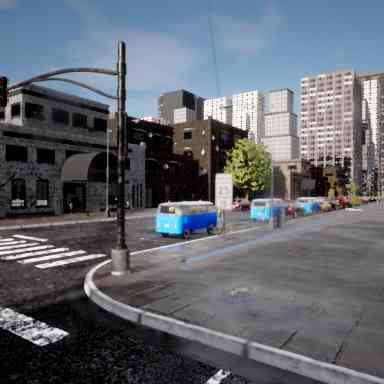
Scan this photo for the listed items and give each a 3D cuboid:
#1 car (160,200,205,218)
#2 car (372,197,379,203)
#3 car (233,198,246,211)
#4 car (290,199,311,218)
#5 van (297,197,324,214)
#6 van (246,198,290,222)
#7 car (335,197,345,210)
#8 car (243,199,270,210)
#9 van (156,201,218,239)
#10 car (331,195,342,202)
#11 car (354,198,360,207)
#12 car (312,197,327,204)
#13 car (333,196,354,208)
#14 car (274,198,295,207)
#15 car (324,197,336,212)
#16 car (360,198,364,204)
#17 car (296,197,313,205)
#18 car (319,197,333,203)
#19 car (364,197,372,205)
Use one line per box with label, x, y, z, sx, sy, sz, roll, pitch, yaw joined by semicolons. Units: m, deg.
car;-0.790;1.558;31.396;1.752;1.417;4.829;0;0;35
car;44.137;1.900;81.020;1.947;1.339;4.313;0;0;35
car;5.637;1.507;40.587;1.967;1.590;4.097;0;0;35
car;9.328;1.655;31.243;1.887;1.381;4.507;0;0;35
van;12.494;1.469;35.768;1.690;1.788;3.998;0;0;35
van;6.165;1.436;26.718;1.690;1.788;3.998;0;0;35
car;18.822;1.729;44.818;1.947;1.339;4.313;0;0;35
car;8.800;1.629;45.111;1.887;1.381;4.507;0;0;35
van;-0.163;1.407;17.668;1.690;1.788;3.998;0;0;35
car;37.279;1.713;85.836;1.967;1.590;4.097;0;0;35
car;25.152;1.517;53.870;2.192;1.841;5.009;0;0;35
car;27.688;1.729;72.122;1.752;1.417;4.829;0;0;35
car;21.988;1.497;49.345;2.192;1.841;5.009;0;0;35
car;15.129;1.666;54.161;1.887;1.381;4.507;0;0;35
car;15.755;1.671;40.433;1.752;1.417;4.829;0;0;35
car;28.413;1.748;58.534;1.752;1.417;4.829;0;0;35
car;21.458;1.706;63.211;1.887;1.381;4.507;0;0;35
car;30.950;1.792;76.786;1.947;1.339;4.313;0;0;35
car;34.644;1.810;67.444;1.887;1.381;4.507;0;0;35
